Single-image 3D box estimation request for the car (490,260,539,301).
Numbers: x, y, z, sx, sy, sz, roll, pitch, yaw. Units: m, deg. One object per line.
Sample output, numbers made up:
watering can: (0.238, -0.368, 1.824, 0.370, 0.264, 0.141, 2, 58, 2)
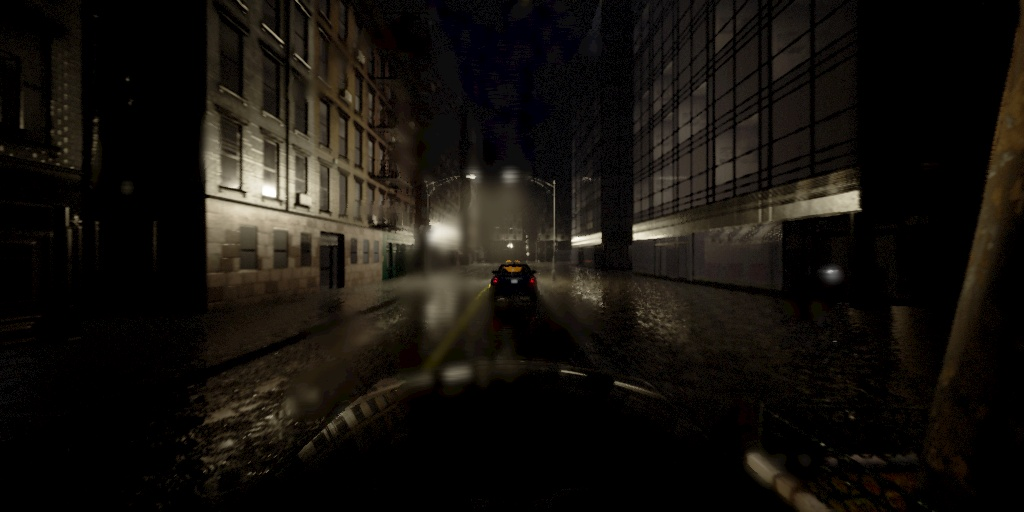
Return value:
car: (0.100, 1.090, 17.229, 2.097, 1.767, 4.553, 0, 0, 0)
